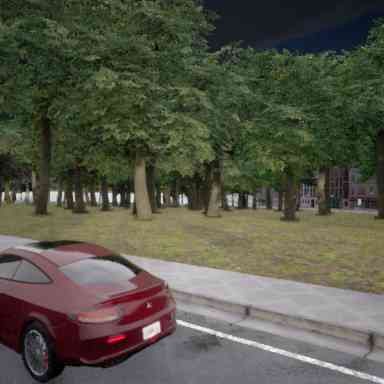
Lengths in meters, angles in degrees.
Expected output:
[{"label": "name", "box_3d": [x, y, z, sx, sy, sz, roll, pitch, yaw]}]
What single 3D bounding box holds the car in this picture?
[{"label": "car", "box_3d": [-2.365, 1.524, 5.389, 4.674, 1.442, 1.812, 0, 0, 35]}]
